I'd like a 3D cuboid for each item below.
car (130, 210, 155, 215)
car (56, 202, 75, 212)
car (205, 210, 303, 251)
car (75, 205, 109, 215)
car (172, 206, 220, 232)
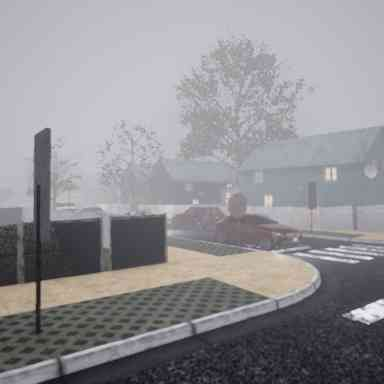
[{"bbox_3d":[-3.694,2.060,24.846,1.994,1.385,4.181,1,-2,-35],"label":"car"},{"bbox_3d":[-16.041,2.243,42.401,2.150,2.045,5.566,1,-2,-35],"label":"car"},{"bbox_3d":[2.892,1.745,15.523,1.812,1.442,4.674,1,-2,-35],"label":"car"},{"bbox_3d":[-9.938,2.266,33.678,1.837,1.490,4.892,1,-2,-36],"label":"car"},{"bbox_3d":[0.433,1.799,24.104,2.097,1.767,4.553,1,-2,-35],"label":"car"}]
